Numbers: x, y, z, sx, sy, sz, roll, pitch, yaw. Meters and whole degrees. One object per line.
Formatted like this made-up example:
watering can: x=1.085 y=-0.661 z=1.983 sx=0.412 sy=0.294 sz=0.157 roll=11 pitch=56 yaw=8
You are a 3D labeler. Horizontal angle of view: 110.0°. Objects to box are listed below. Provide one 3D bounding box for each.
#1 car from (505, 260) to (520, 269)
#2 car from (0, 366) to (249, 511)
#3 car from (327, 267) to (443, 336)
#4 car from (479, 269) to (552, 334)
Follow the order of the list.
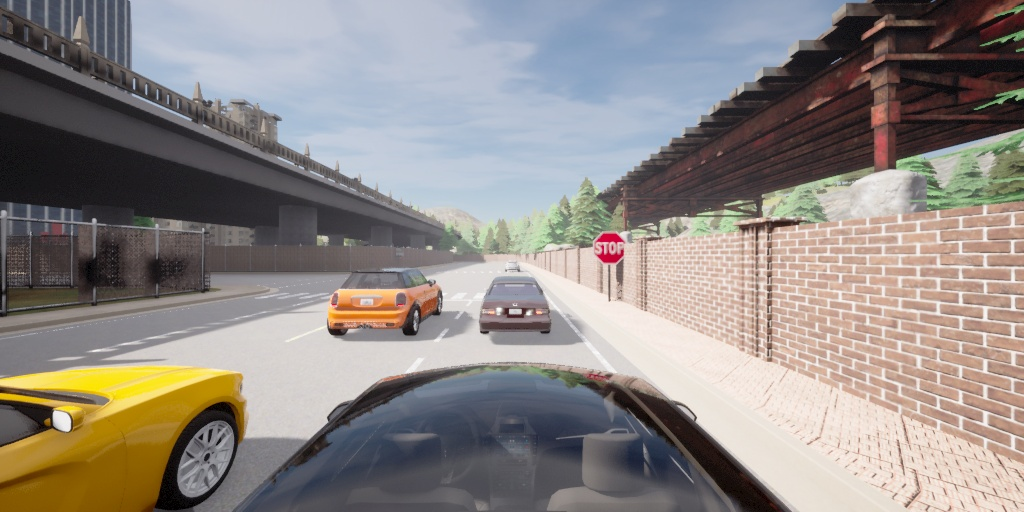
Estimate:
car: x=0.053 y=1.276 z=46.256 sx=1.812 sy=1.442 sz=4.674 roll=0 pitch=0 yaw=-1
car: x=-3.398 y=1.228 z=1.319 sx=1.882 sy=1.535 sz=5.008 roll=0 pitch=0 yaw=0
car: x=-3.427 y=1.102 z=10.576 sx=2.097 sy=1.767 sz=4.553 roll=0 pitch=0 yaw=0
car: x=0.074 y=1.297 z=10.600 sx=2.033 sy=1.411 sz=5.357 roll=0 pitch=0 yaw=0
